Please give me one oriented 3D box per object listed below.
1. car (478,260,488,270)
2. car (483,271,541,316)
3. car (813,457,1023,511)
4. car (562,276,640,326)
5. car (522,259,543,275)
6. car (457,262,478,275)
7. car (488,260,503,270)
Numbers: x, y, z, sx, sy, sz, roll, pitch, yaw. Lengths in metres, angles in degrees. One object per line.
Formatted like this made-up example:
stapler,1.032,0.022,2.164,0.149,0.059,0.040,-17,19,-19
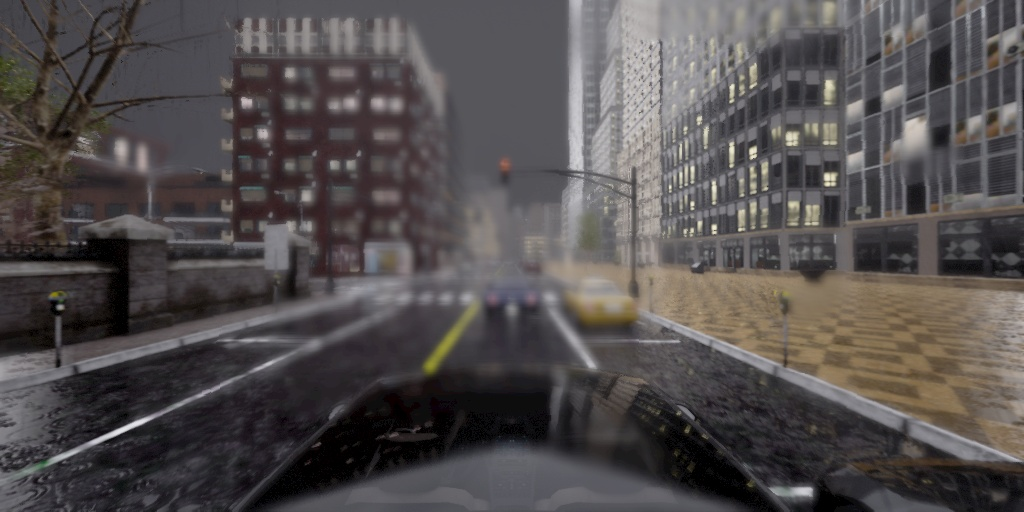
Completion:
car,-5.697,1.678,60.596,2.007,1.370,4.403,0,0,0
car,-0.074,1.421,13.647,1.895,1.301,4.718,0,0,-2
car,2.689,1.308,0.341,1.948,1.339,4.313,0,0,0
car,2.688,1.333,11.776,1.751,1.417,4.829,0,0,0
car,2.685,1.326,44.018,2.192,1.841,5.009,0,0,0
car,-5.695,1.561,44.017,2.007,1.370,4.403,0,0,0
car,-3.051,1.659,61.404,1.812,1.442,4.674,0,0,1
